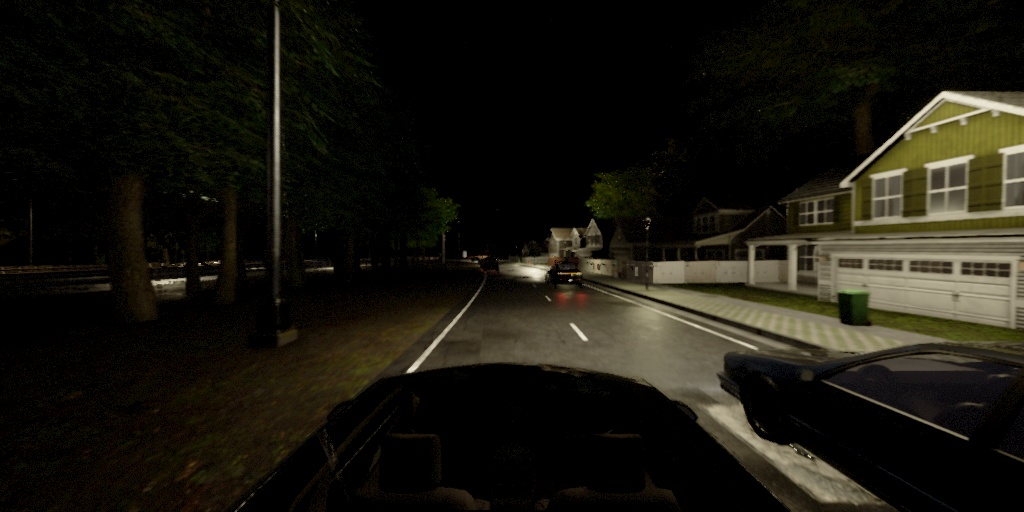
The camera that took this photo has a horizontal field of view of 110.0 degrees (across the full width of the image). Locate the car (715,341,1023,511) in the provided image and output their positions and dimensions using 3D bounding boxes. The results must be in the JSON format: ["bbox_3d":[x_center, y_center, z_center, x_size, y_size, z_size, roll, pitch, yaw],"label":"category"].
[{"bbox_3d":[3.599,1.297,2.238,2.033,1.411,5.357,0,0,0],"label":"car"}]

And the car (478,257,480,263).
[{"bbox_3d":[-3.743,0.992,55.271,2.097,1.767,4.553,0,0,-7],"label":"car"}]

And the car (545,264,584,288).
[{"bbox_3d":[3.330,1.230,23.376,2.128,1.511,4.902,0,0,-2],"label":"car"}]

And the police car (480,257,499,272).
[{"bbox_3d":[-2.693,1.111,45.448,1.930,1.638,5.238,0,0,-5],"label":"police car"}]
